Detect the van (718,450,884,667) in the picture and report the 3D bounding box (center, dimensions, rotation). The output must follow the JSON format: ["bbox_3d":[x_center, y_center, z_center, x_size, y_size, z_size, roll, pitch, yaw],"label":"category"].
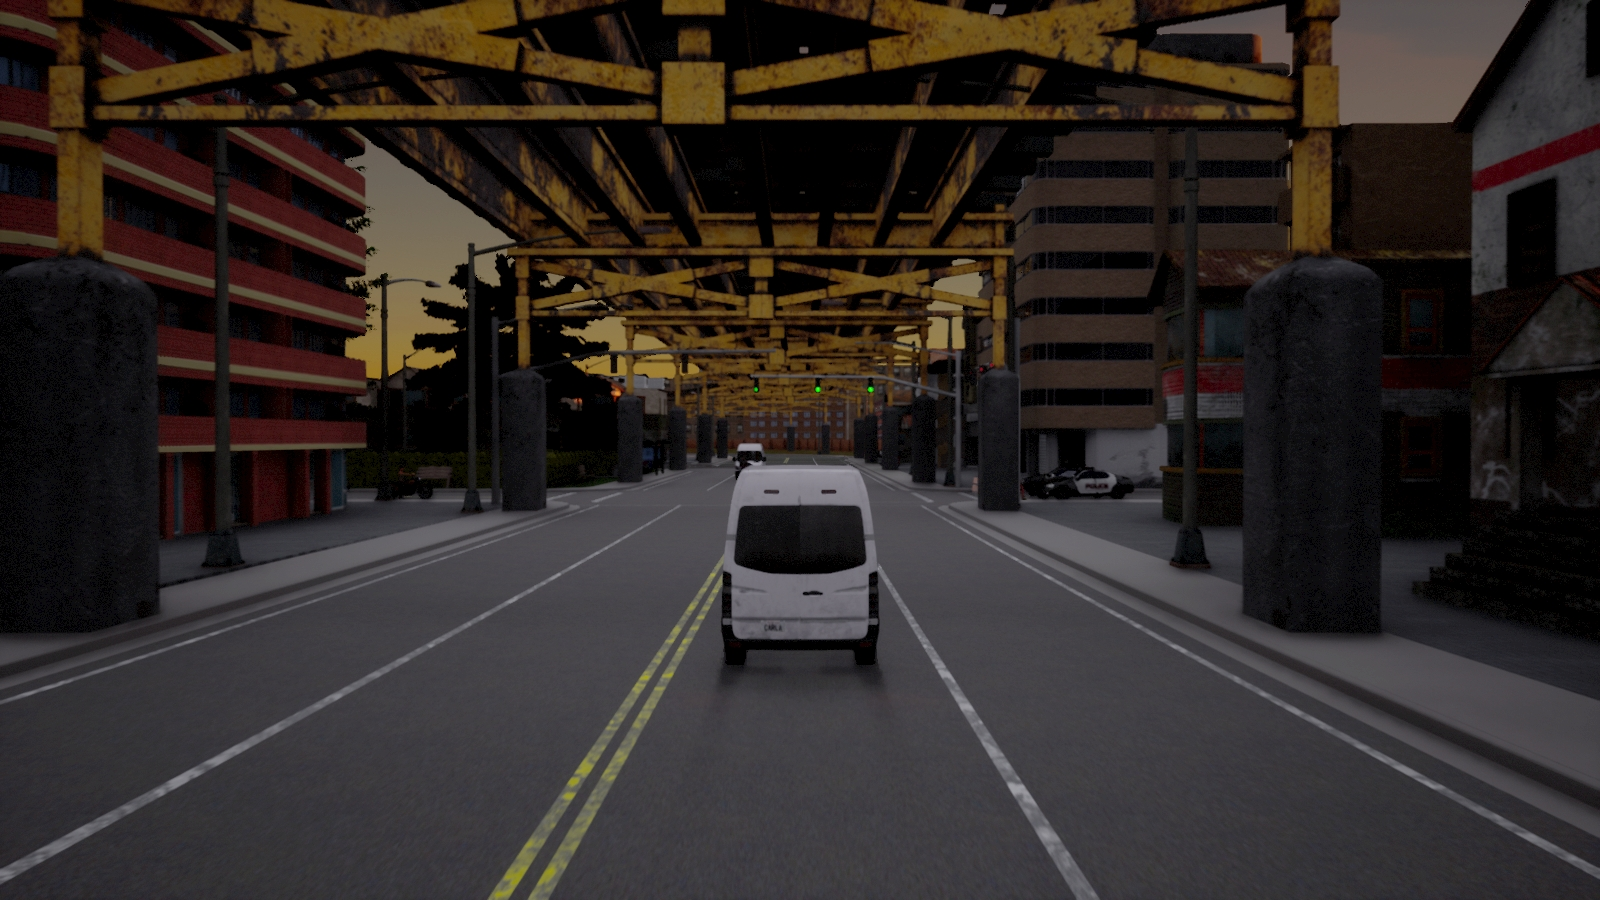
[{"bbox_3d":[0.012,1.298,16.626,1.988,2.561,5.915,0,0,0],"label":"van"}]

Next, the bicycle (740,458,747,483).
[{"bbox_3d":[-3.480,1.257,70.290,0.329,1.496,1.835,0,0,1],"label":"bicycle"}]

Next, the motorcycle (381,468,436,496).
[{"bbox_3d":[-18.804,1.521,54.915,2.356,1.332,0.764,0,1,0],"label":"motorcycle"}]
